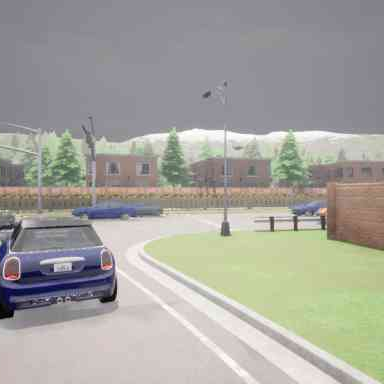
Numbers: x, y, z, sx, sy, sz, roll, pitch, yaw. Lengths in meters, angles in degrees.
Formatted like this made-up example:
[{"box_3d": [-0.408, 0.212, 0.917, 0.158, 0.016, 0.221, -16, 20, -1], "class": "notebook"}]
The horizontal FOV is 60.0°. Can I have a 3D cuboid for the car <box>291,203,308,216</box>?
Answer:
[{"box_3d": [11.491, 1.478, 30.355, 5.008, 1.535, 1.882, -1, 0, -14], "class": "car"}]

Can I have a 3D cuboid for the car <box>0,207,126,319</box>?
[{"box_3d": [-3.299, 1.352, 7.757, 2.097, 1.767, 4.553, 0, 0, -28], "class": "car"}]

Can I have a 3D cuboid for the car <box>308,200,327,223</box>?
[{"box_3d": [10.791, 1.352, 22.976, 4.553, 1.767, 2.097, 0, 0, -14], "class": "car"}]

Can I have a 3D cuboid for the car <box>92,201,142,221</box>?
[{"box_3d": [-6.708, 1.477, 25.902, 5.008, 1.535, 1.882, 0, 0, -14], "class": "car"}]

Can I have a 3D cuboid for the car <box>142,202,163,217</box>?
[{"box_3d": [-4.685, 1.563, 30.002, 4.181, 1.385, 1.994, 0, 0, -14], "class": "car"}]
